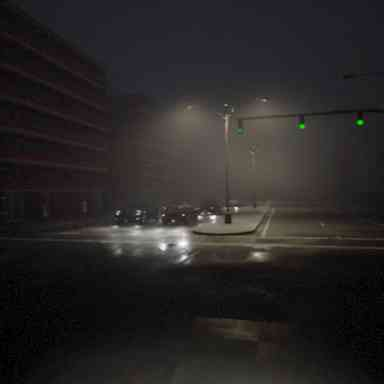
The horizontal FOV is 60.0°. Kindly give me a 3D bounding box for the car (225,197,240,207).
[{"bbox_3d":[6.319,1.539,51.524,1.812,1.442,4.674,-1,0,15],"label":"car"}]

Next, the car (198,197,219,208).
[{"bbox_3d":[2.641,1.574,51.364,2.128,1.511,4.902,-1,0,15],"label":"car"}]

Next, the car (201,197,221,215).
[{"bbox_3d":[1.858,1.581,35.011,1.812,1.442,4.674,-1,0,16],"label":"car"}]

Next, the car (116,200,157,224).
[{"bbox_3d":[-4.162,1.497,26.069,2.097,1.767,4.553,-1,0,15],"label":"car"}]

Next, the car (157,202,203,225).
[{"bbox_3d":[-0.797,1.680,25.128,1.895,1.301,4.718,-1,0,13],"label":"car"}]
